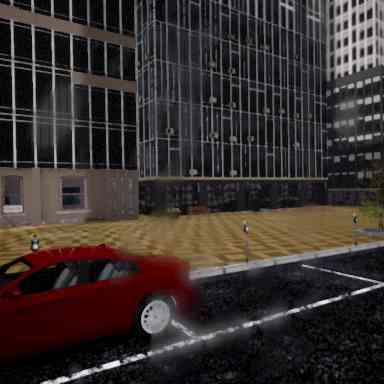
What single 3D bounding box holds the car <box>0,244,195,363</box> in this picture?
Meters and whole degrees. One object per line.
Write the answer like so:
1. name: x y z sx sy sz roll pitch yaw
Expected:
1. car: -2.092 1.545 5.063 4.507 1.381 1.887 0 -1 -33
